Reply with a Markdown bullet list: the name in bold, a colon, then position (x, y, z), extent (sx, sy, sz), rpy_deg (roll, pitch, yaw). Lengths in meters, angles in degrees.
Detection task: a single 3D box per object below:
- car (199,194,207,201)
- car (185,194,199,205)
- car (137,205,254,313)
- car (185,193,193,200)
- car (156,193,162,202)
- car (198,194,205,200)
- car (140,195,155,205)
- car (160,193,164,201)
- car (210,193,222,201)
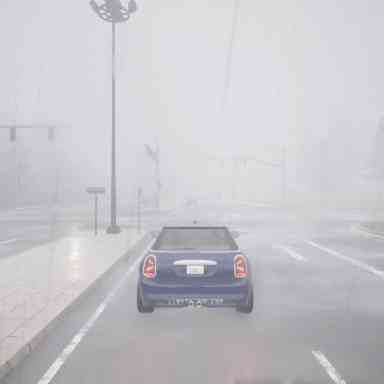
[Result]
- **car**: position (2.851, 1.513, 85.208), extent (1.812, 1.442, 4.674), rpy_deg (0, 0, -1)
- **car**: position (-0.161, 1.526, 54.646), extent (1.812, 1.442, 4.674), rpy_deg (0, 0, -1)
- **car**: position (0.071, 1.352, 7.826), extent (2.097, 1.767, 4.553), rpy_deg (0, 0, 0)
- **car**: position (-0.814, 1.189, 95.506), extent (2.150, 2.045, 5.566), rpy_deg (0, 0, -1)
- **car**: position (-8.451, 1.540, 72.743), extent (2.033, 1.411, 5.357), rpy_deg (0, 0, -1)
- **car**: position (2.686, 1.442, 95.532), extent (1.882, 1.535, 5.008), rpy_deg (0, 0, -1)
- **car**: position (-8.315, 1.352, 59.545), extent (2.097, 1.767, 4.553), rpy_deg (0, 0, -1)
- **car**: position (-8.685, 1.215, 87.409), extent (2.150, 2.045, 5.566), rpy_deg (0, 0, -1)
- **car**: position (6.356, 1.215, 84.937), extent (2.150, 2.045, 5.566), rpy_deg (0, 0, -1)
